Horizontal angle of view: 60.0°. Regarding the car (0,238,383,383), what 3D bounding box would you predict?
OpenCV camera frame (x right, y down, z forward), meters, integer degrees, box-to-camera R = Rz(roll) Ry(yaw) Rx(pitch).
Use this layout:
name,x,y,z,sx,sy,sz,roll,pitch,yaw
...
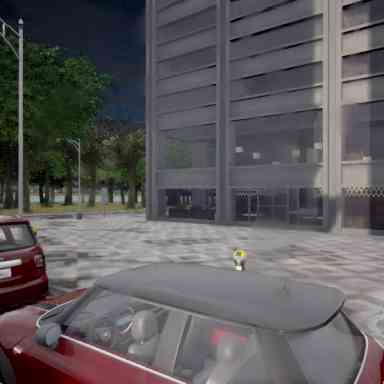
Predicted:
name,x,y,z,sx,sy,sz,roll,pitch,yaw
car,-0.371,1.440,3.227,4.097,1.590,1.967,0,0,35

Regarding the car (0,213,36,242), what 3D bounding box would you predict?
name,x,y,z,sx,sy,sz,roll,pitch,yaw
car,-4.800,1.315,6.382,5.009,1.841,2.192,0,0,35
